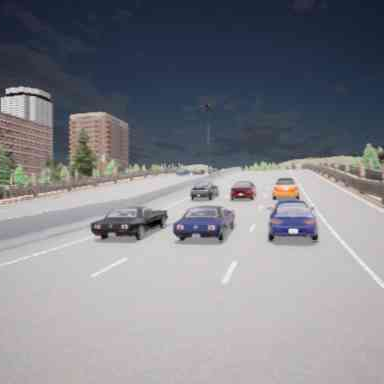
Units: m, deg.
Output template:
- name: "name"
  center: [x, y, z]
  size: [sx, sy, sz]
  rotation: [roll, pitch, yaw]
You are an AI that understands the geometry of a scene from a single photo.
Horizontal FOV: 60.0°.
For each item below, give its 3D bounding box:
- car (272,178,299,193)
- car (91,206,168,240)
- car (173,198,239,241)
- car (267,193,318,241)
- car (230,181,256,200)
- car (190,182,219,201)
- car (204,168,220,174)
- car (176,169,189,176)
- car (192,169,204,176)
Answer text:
- name: "car"
  center: [7.912, -0.434, 28.178]
  size: [2.097, 1.767, 4.553]
  rotation: [-1, 6, 15]
- name: "car"
  center: [-2.660, 1.291, 15.535]
  size: [1.895, 1.301, 4.718]
  rotation: [-1, 3, 15]
- name: "car"
  center: [0.722, 1.225, 14.637]
  size: [1.895, 1.301, 4.718]
  rotation: [-1, 3, 15]
- name: "car"
  center: [4.166, 1.069, 13.970]
  size: [1.812, 1.442, 4.674]
  rotation: [-1, 3, 15]
- name: "car"
  center: [4.528, -0.238, 29.066]
  size: [1.882, 1.535, 5.008]
  rotation: [-1, 6, 15]
- name: "car"
  center: [1.199, -0.179, 30.159]
  size: [2.128, 1.511, 4.902]
  rotation: [-1, 6, 15]
- name: "car"
  center: [4.718, -4.401, 70.978]
  size: [2.033, 1.411, 5.357]
  rotation: [-1, 6, 15]
- name: "car"
  center: [-2.014, -4.346, 72.903]
  size: [1.882, 1.535, 5.008]
  rotation: [-1, 6, 15]
- name: "car"
  center: [1.407, -4.353, 72.145]
  size: [1.994, 1.385, 4.181]
  rotation: [-1, 6, 15]
